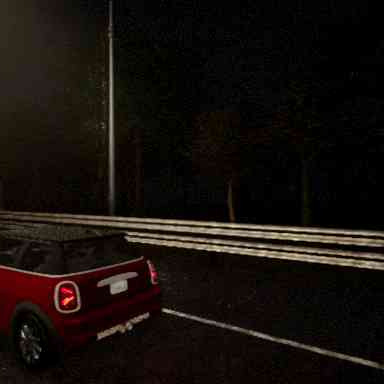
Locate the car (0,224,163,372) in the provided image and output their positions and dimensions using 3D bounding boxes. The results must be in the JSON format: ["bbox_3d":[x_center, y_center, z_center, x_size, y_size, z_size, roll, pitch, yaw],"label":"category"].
[{"bbox_3d":[-2.767,1.391,5.973,4.553,1.767,2.097,-1,0,36],"label":"car"}]
